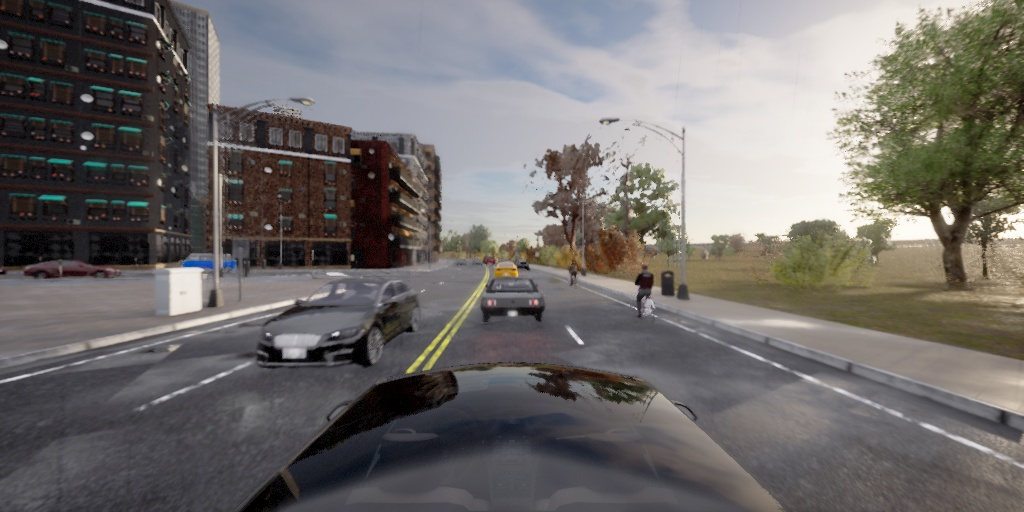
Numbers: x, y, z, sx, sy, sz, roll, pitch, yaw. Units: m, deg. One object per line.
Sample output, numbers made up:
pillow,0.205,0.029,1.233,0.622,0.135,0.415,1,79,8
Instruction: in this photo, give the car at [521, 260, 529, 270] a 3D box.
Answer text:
car,1.407,1.301,52.569,1.837,1.490,4.892,0,0,-4

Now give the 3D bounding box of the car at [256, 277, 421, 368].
car,-3.397,1.253,8.011,2.128,1.511,4.902,0,0,-1

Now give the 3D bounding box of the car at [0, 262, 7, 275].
car,-33.847,0.555,20.916,5.009,1.841,2.192,0,0,-31

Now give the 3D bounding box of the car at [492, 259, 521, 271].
car,-0.549,1.259,30.518,1.882,1.535,5.008,0,0,-2

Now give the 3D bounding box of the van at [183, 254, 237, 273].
van,-28.509,0.702,33.991,3.998,1.789,1.690,0,0,-31

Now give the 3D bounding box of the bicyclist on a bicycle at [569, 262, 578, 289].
bicyclist on a bicycle,3.803,1.223,22.240,0.582,1.620,1.656,0,0,-2

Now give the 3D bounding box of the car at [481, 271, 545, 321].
car,-0.008,1.364,12.483,1.895,1.301,4.718,0,0,-1

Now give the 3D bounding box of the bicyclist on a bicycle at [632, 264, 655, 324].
bicyclist on a bicycle,4.053,1.129,11.166,0.659,1.776,1.843,0,0,-1

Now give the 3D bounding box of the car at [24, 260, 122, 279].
car,-29.039,0.909,23.849,4.207,1.307,1.802,0,0,-31
